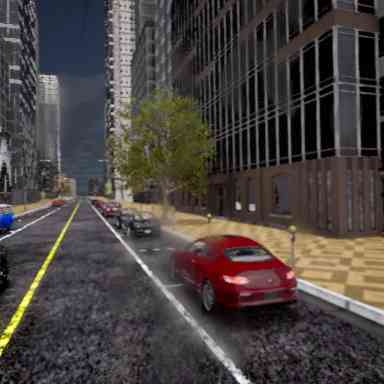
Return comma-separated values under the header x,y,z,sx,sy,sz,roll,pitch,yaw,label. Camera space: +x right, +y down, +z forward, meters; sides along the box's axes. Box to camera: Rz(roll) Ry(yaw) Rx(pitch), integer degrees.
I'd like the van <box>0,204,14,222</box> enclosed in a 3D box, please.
x,y,z,sx,sy,sz,roll,pitch,yaw,label
-12.578,1.704,21.206,1.690,1.788,3.998,-1,0,-18,van

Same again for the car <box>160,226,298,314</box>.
x,y,z,sx,sy,sz,roll,pitch,yaw,label
0.693,1.621,7.570,1.802,1.307,4.206,-1,0,-18,car

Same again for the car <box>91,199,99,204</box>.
x,y,z,sx,sy,sz,roll,pitch,yaw,label
-25.811,2.481,88.734,1.947,1.339,4.313,-1,0,-18,car

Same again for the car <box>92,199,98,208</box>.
x,y,z,sx,sy,sz,roll,pitch,yaw,label
-16.976,2.192,61.680,1.887,1.381,4.507,-1,0,-18,car

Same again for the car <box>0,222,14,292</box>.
x,y,z,sx,sy,sz,roll,pitch,yaw,label
-4.912,1.626,6.386,2.128,1.511,4.902,-1,-1,-18,car

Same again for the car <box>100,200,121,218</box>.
x,y,z,sx,sy,sz,roll,pitch,yaw,label
-8.143,1.795,34.626,1.967,1.590,4.097,-1,0,-18,car

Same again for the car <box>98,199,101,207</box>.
x,y,z,sx,sy,sz,roll,pitch,yaw,label
-9.911,1.855,40.036,1.967,1.590,4.097,-1,0,-18,car

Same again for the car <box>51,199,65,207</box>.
x,y,z,sx,sy,sz,roll,pitch,yaw,label
-28.477,2.429,69.905,1.887,1.381,4.507,-1,0,-18,car

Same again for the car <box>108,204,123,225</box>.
x,y,z,sx,sy,sz,roll,pitch,yaw,label
-4.608,1.785,23.803,2.008,1.369,4.403,-1,0,-18,car

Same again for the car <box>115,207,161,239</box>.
x,y,z,sx,sy,sz,roll,pitch,yaw,label
-2.841,1.722,18.392,2.008,1.369,4.403,-1,0,-18,car
